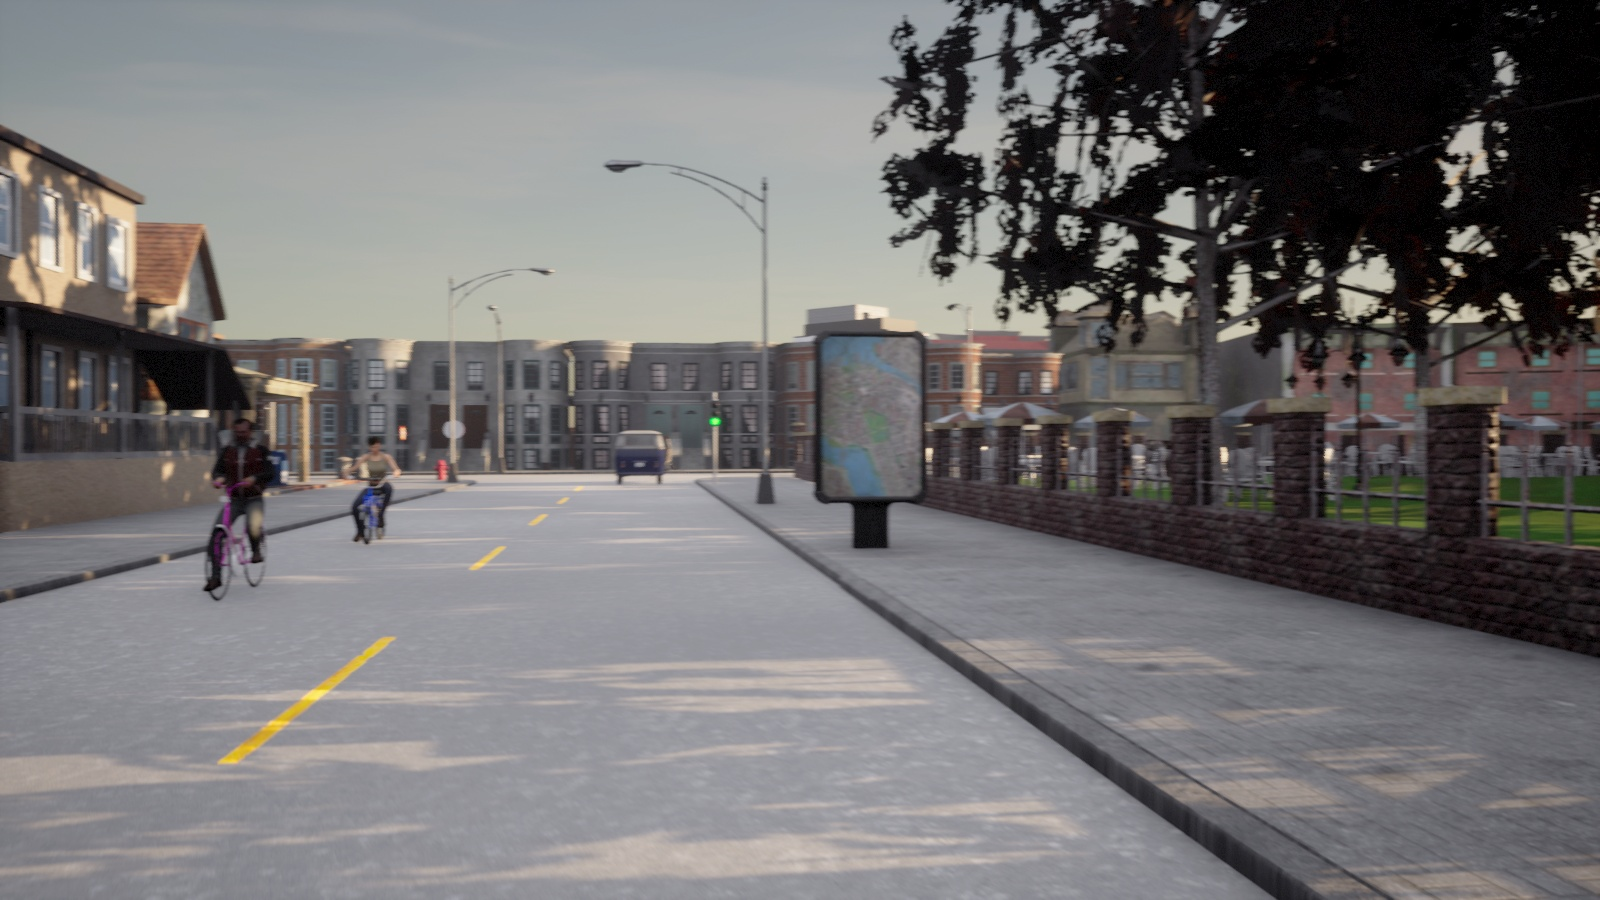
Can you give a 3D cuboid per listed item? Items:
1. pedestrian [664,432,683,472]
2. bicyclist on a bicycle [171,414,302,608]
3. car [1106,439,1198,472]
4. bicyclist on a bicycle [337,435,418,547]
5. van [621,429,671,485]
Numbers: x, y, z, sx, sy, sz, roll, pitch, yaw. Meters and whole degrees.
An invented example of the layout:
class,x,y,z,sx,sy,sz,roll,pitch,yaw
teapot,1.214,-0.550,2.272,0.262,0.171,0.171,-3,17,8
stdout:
class,x,y,z,sx,sy,sz,roll,pitch,yaw
pedestrian,-6.305,0.107,62.458,0.873,1.952,0.659,0,0,0
bicyclist on a bicycle,-5.514,0.553,12.405,0.659,1.776,1.843,0,0,-7
car,17.445,0.264,62.323,3.988,1.617,1.851,0,0,-7
bicyclist on a bicycle,-6.319,0.583,18.881,0.866,1.612,1.509,0,0,-7
van,-5.762,0.238,47.025,1.775,1.987,4.442,0,0,-7
